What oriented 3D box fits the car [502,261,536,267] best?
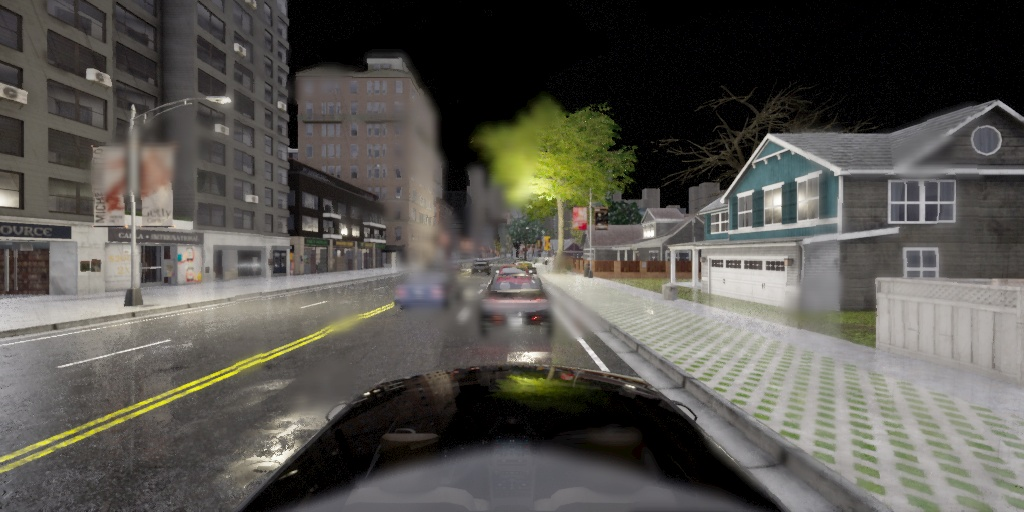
[{"bbox_3d":[0.119,1.218,19.828,1.882,1.535,5.008,0,0,0],"label":"car"}]

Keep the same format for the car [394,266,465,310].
[{"bbox_3d":[-3.133,1.292,14.559,2.033,1.411,5.357,0,0,0],"label":"car"}]

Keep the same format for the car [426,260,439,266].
[{"bbox_3d":[-9.804,1.214,46.033,1.837,1.490,4.892,0,0,0],"label":"car"}]

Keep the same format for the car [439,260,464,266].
[{"bbox_3d":[-6.560,1.279,40.490,1.994,1.385,4.181,0,0,0],"label":"car"}]

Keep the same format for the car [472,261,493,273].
[{"bbox_3d":[-3.113,1.223,37.808,1.837,1.490,4.892,0,0,0],"label":"car"}]

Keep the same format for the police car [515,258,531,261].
[{"bbox_3d":[1.004,1.155,29.557,1.930,1.638,5.238,0,0,0],"label":"police car"}]

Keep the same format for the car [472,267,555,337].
[{"bbox_3d":[0.112,1.239,10.324,2.128,1.511,4.902,0,0,0],"label":"car"}]
